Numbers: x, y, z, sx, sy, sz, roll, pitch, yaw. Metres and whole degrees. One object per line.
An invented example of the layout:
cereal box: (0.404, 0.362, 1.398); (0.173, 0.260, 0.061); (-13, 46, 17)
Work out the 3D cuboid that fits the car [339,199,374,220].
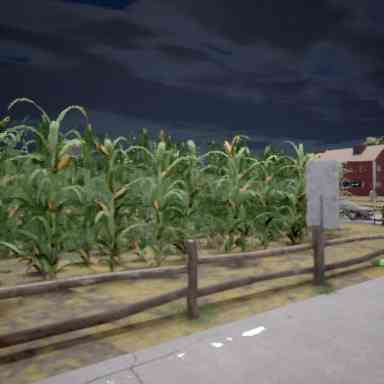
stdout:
car: (12.103, 1.370, 26.927); (1.837, 1.490, 4.892); (-2, 2, -34)
